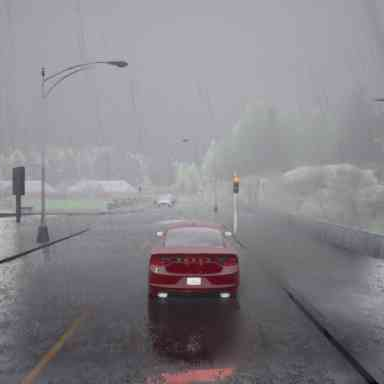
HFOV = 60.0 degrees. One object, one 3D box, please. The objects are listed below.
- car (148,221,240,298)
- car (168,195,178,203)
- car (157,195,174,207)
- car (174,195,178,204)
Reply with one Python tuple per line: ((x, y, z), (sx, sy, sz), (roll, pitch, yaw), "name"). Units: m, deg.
((0.053, 1.478, 8.550), (1.882, 1.535, 5.008), (0, 0, 0), "car")
((-4.050, 1.500, 70.865), (1.837, 1.490, 4.892), (0, 0, 0), "car")
((-4.130, 1.526, 50.781), (1.812, 1.442, 4.674), (0, 0, 0), "car")
((-4.123, 1.526, 60.699), (1.812, 1.442, 4.674), (0, 0, 1), "car")
